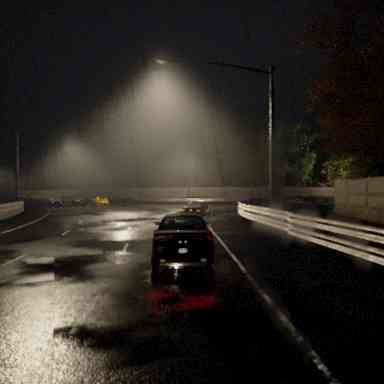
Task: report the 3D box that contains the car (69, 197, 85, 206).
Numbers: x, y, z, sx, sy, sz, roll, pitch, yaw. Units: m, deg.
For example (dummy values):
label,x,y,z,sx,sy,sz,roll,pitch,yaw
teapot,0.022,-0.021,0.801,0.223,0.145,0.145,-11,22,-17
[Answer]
label,x,y,z,sx,sy,sz,roll,pitch,yaw
car,-19.126,1.586,55.452,2.128,1.511,4.902,0,0,-31

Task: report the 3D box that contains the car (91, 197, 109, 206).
label,x,y,z,sx,sy,sz,roll,pitch,yaw
car,-15.657,1.560,56.473,1.882,1.535,5.008,0,0,-30

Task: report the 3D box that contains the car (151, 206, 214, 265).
label,x,y,z,sx,sy,sz,roll,pitch,yaw
car,-0.325,1.485,11.750,1.882,1.535,5.008,0,0,-2

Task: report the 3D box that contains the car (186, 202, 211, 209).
label,x,y,z,sx,sy,sz,roll,pitch,yaw
car,0.474,1.560,29.563,2.033,1.411,5.357,0,0,13

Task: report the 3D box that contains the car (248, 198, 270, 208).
label,x,y,z,sx,sy,sz,roll,pitch,yaw
car,9.587,1.554,46.859,1.994,1.385,4.181,0,0,41

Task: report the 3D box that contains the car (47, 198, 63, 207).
label,x,y,z,sx,sy,sz,roll,pitch,yaw
car,-22.430,1.706,54.254,1.895,1.301,4.718,0,0,-31
